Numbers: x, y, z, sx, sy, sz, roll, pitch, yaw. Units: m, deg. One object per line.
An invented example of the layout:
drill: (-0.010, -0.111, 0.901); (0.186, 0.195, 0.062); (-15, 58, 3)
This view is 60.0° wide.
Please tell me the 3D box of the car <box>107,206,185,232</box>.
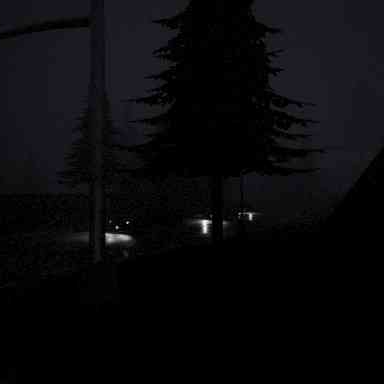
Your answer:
car: (-2.587, 1.547, 20.357); (2.033, 1.411, 5.357); (0, 0, 35)

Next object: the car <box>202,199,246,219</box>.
car: (2.735, 1.547, 29.223); (2.033, 1.411, 5.357); (0, 0, 26)

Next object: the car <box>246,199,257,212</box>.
car: (6.507, 1.547, 38.959); (2.033, 1.411, 5.357); (0, 0, 16)
